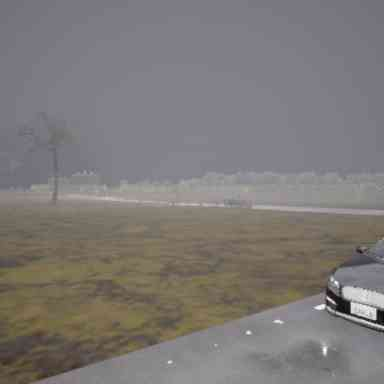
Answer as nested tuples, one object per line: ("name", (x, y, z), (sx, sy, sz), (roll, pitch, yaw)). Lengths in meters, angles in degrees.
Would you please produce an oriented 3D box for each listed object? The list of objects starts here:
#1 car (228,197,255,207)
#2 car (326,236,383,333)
("car", (7.723, 1.557, 52.291), (2.128, 1.511, 4.902), (-2, 1, -35))
("car", (4.495, 1.463, 6.275), (4.902, 1.511, 2.128), (0, 0, -35))
